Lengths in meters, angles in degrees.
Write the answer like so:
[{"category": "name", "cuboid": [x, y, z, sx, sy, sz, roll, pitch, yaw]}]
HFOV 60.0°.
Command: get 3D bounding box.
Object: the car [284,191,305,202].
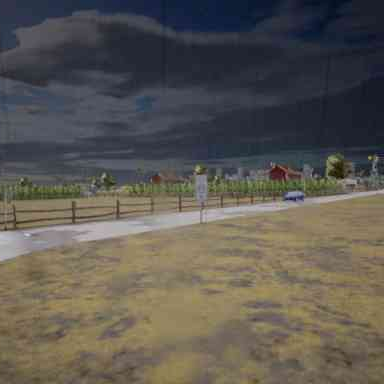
[{"category": "car", "cuboid": [15.149, 0.636, 49.138, 1.882, 1.535, 5.008, 0, 1, 36]}]
